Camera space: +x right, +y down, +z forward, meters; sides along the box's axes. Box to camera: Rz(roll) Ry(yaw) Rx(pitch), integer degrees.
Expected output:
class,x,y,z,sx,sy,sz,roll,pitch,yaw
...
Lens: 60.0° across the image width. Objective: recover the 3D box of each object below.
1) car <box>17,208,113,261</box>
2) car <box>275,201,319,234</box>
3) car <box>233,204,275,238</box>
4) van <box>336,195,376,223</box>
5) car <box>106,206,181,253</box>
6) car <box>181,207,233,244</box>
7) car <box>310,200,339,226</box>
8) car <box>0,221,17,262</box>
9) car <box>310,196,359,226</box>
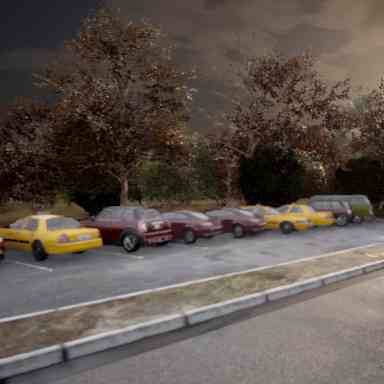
class,x,y,z,sx,sy,sz,roll,pitch,yaw
car,-5.643,1.500,12.360,5.366,1.575,1.946,-1,0,34
car,4.163,1.474,19.249,5.366,1.575,1.946,-1,-1,33
car,1.649,1.525,17.549,4.674,1.452,2.002,-1,0,33
van,11.111,1.236,24.746,4.442,1.987,1.878,-1,-1,32
car,-3.075,1.369,13.991,4.553,1.767,2.185,-1,0,34
car,-0.718,1.530,15.769,4.674,1.452,2.002,-1,-1,34
car,6.195,1.474,21.249,5.366,1.575,1.946,-1,0,33
car,-7.911,1.381,10.546,4.553,1.767,2.185,-1,-1,35
car,8.715,1.343,22.951,4.553,1.767,2.185,-1,0,32
